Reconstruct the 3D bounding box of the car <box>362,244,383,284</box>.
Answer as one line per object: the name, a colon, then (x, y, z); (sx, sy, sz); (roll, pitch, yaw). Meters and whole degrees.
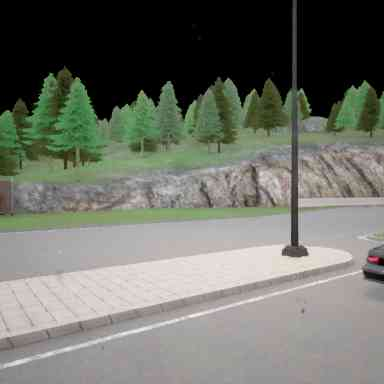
car: (6.351, 1.548, 8.271); (5.357, 1.411, 2.033); (0, 0, -35)
